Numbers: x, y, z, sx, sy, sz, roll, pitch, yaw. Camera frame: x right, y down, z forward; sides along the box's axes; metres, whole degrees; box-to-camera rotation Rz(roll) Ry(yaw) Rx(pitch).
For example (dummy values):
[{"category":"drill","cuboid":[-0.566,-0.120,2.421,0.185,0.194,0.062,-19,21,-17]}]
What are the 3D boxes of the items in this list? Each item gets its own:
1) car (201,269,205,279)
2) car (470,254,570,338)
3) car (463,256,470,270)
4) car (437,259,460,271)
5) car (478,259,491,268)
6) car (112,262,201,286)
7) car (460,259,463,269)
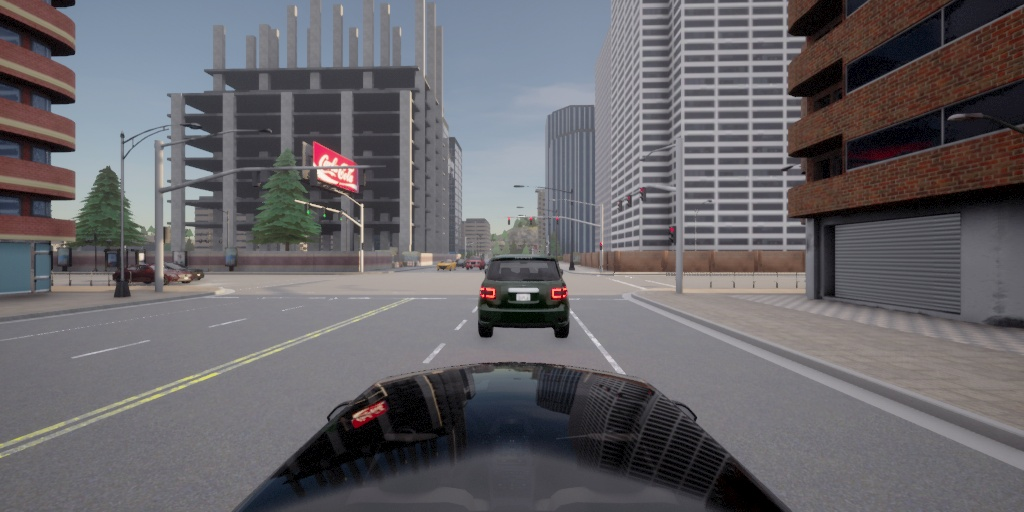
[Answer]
[{"category":"car","cuboid":[-27.207,1.227,28.352,5.008,1.535,1.882,0,0,2]},{"category":"car","cuboid":[0.338,0.971,10.319,2.150,2.045,5.566,0,0,2]},{"category":"car","cuboid":[-5.235,0.971,52.145,2.150,2.045,5.566,0,0,2]},{"category":"car","cuboid":[-8.867,1.227,48.894,1.882,1.535,5.008,0,0,2]},{"category":"car","cuboid":[-4.796,1.276,63.242,1.812,1.442,4.674,0,1,3]},{"category":"car","cuboid":[-24.764,1.276,24.771,4.674,1.442,1.812,0,0,2]},{"category":"car","cuboid":[-8.501,1.227,58.396,1.882,1.535,5.008,0,0,2]}]
